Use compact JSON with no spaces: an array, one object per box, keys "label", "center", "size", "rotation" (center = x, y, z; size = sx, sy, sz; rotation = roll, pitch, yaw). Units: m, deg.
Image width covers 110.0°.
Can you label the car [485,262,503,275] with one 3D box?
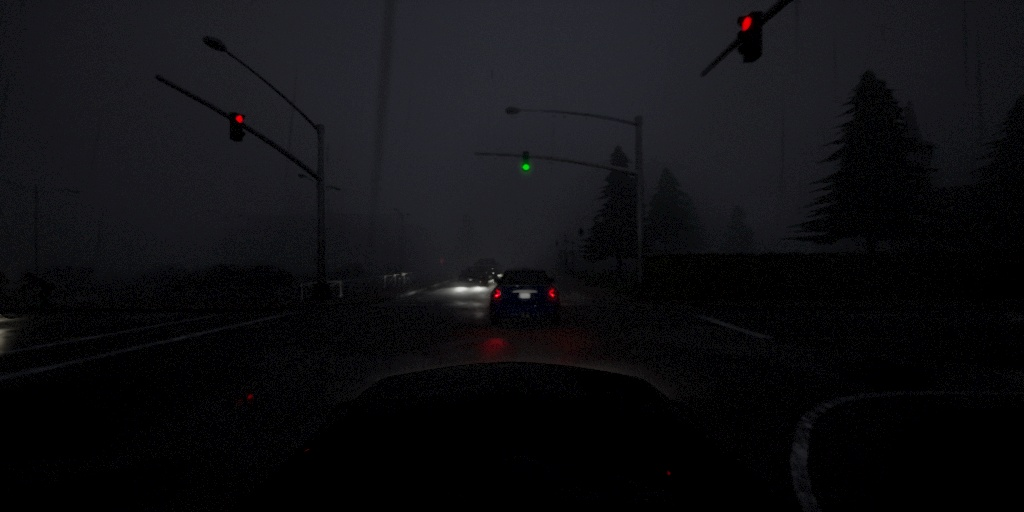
[{"label":"car","center":[-2.280,1.551,46.945],"size":[1.882,1.535,5.008],"rotation":[0,0,2]}]

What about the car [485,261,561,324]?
[{"label":"car","center":[0.433,1.170,12.419],"size":[2.097,1.767,4.553],"rotation":[0,0,2]}]

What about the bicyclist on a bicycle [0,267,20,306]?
[{"label":"bicyclist on a bicycle","center":[-22.267,1.326,15.504],"size":[0.582,1.620,1.656],"rotation":[0,0,-31]}]

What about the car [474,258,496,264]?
[{"label":"car","center":[-2.605,1.228,36.655],"size":[2.150,2.045,5.566],"rotation":[0,0,1]}]

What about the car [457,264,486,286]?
[{"label":"car","center":[-2.864,1.509,27.203],"size":[1.994,1.385,4.181],"rotation":[0,0,2]}]

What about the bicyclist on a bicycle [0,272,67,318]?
[{"label":"bicyclist on a bicycle","center":[-17.747,1.427,13.341],"size":[0.582,1.620,1.656],"rotation":[-1,0,14]}]
